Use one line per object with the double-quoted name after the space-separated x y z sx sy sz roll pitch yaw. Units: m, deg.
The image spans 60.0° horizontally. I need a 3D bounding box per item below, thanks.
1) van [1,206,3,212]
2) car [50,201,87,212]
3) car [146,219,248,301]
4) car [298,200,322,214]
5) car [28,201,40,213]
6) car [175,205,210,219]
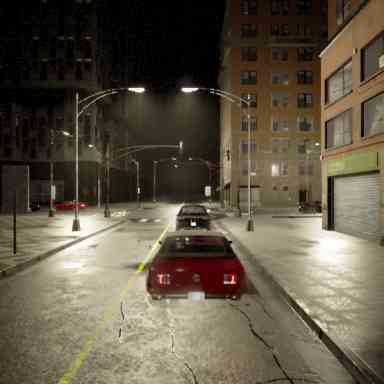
-20.169 1.425 30.702 3.998 1.788 1.690 0 0 0 "van"
-14.532 1.701 39.229 4.206 1.307 1.802 0 0 0 "car"
0.086 1.601 8.259 1.895 1.301 4.718 0 0 0 "car"
12.057 1.415 30.720 4.313 1.339 1.947 0 0 0 "car"
-20.181 1.725 39.226 4.313 1.339 1.947 0 0 0 "car"
0.050 1.473 19.492 1.882 1.535 5.008 0 0 -1 "car"
